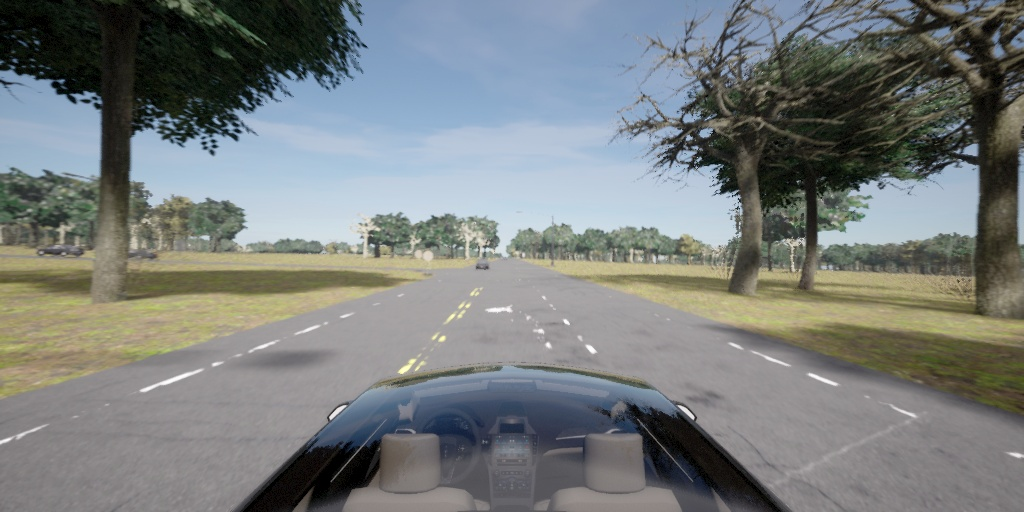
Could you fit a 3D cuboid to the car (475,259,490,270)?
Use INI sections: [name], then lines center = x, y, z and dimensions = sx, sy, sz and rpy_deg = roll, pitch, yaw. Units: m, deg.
[car]
center = -4.236, 1.199, 52.189
dimensions = 1.882, 1.535, 5.008
rpy_deg = 1, 0, -1
